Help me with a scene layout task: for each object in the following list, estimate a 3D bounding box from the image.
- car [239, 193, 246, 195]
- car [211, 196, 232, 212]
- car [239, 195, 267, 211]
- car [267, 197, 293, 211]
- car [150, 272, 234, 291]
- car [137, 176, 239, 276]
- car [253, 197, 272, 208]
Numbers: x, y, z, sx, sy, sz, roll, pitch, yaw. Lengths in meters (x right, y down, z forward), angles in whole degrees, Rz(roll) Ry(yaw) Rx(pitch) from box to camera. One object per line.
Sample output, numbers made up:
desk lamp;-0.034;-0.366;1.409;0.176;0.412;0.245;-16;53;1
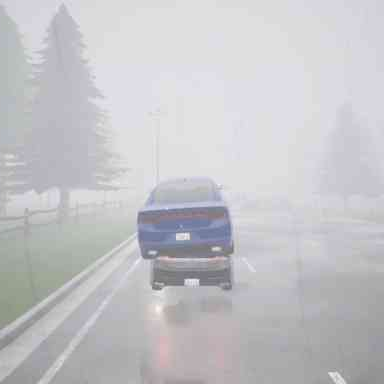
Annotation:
car;7.000;1.221;50.098;2.150;2.045;5.566;0;0;0
car;3.500;1.352;40.035;2.097;1.767;4.553;0;0;0
car;7.000;1.491;39.648;2.128;1.511;4.902;0;0;0
car;10.500;1.352;40.035;2.097;1.767;4.553;0;0;0
car;0.000;1.551;9.025;2.128;1.511;4.902;0;1;0
car;-0.083;0.341;8.299;1.882;1.535;5.008;-4;7;3
car;10.500;1.504;50.068;1.837;1.490;4.892;0;0;0
